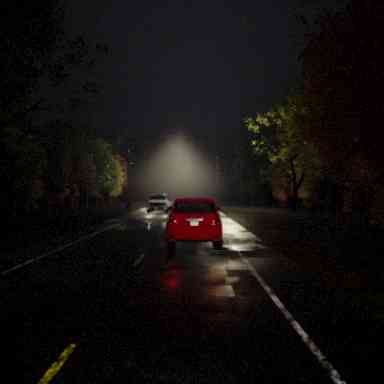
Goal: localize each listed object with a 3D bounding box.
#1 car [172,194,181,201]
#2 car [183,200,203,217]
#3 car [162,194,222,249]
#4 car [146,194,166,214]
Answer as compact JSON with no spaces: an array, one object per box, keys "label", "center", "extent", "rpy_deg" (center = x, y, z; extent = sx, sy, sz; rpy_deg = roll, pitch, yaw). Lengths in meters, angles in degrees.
[{"label":"car","center":[-3.509,1.329,77.851],"extent":[1.837,1.490,4.892],"rpy_deg":[0,0,0]},{"label":"car","center":[0.091,1.542,31.947],"extent":[1.812,1.442,4.674],"rpy_deg":[0,0,0]},{"label":"car","center":[0.092,1.230,14.656],"extent":[2.150,2.045,5.566],"rpy_deg":[0,0,0]},{"label":"car","center":[-3.601,1.240,36.304],"extent":[2.150,2.045,5.566],"rpy_deg":[0,0,0]}]
